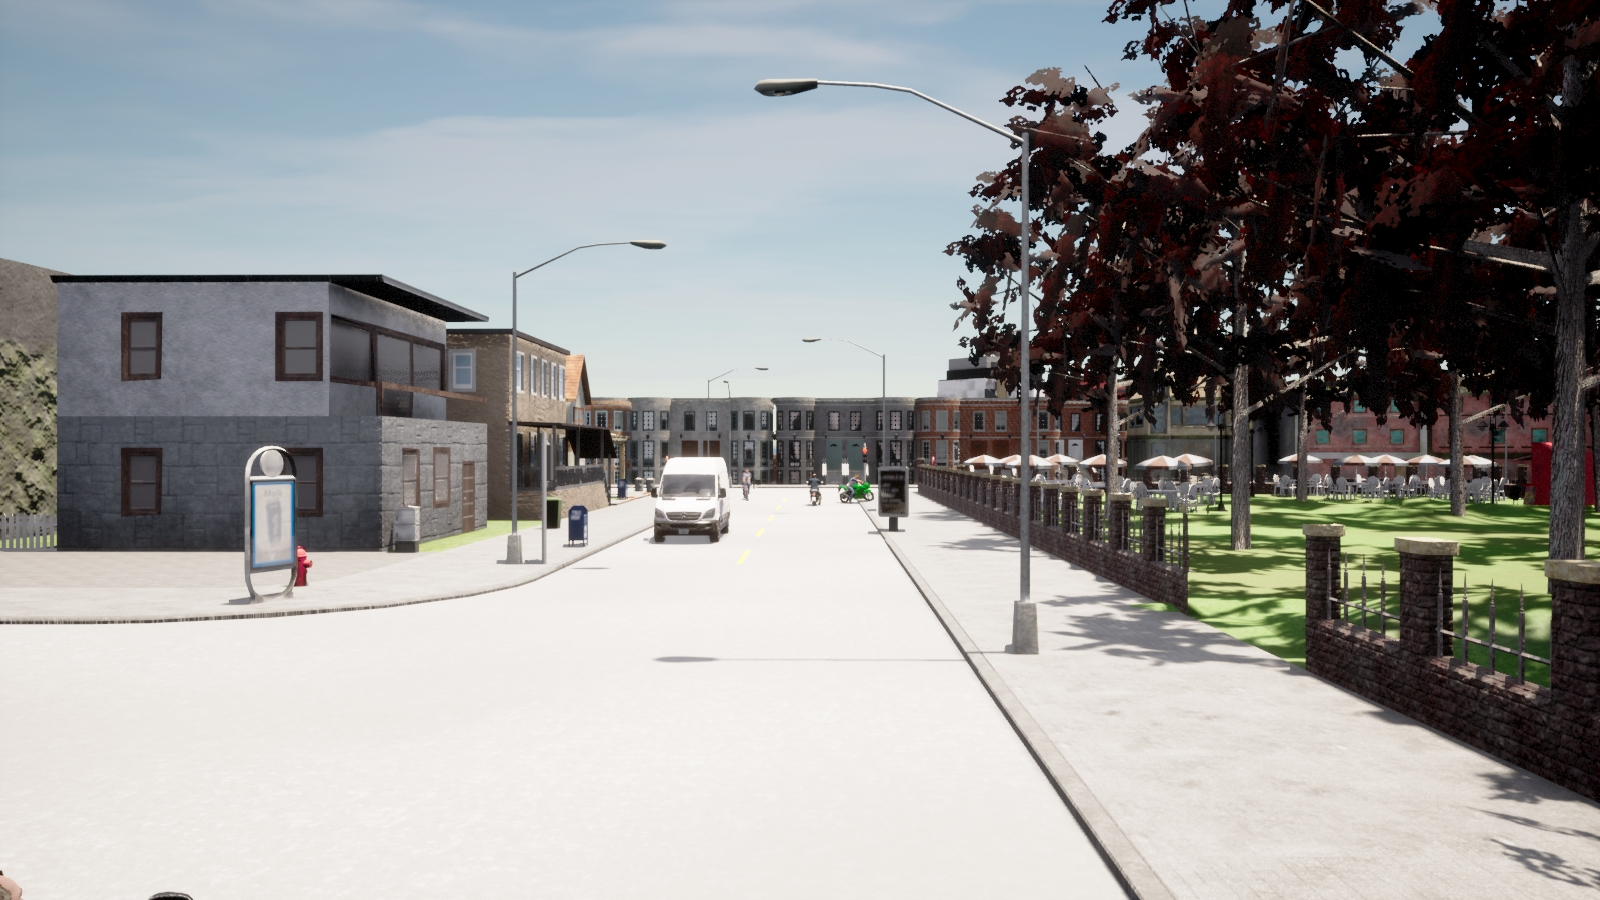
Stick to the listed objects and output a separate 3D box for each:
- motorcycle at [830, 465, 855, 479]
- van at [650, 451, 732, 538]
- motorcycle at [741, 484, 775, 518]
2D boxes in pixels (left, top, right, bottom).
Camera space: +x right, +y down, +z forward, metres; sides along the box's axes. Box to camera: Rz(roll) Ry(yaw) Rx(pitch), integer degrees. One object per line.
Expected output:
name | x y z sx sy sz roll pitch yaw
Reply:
motorcycle | 3.779 1.939 101.151 2.033 1.145 0.803 -5 -2 27
van | -3.393 1.314 36.728 1.988 2.561 5.915 0 0 1
motorcycle | -1.677 1.985 45.065 0.867 1.251 2.209 0 0 -15
